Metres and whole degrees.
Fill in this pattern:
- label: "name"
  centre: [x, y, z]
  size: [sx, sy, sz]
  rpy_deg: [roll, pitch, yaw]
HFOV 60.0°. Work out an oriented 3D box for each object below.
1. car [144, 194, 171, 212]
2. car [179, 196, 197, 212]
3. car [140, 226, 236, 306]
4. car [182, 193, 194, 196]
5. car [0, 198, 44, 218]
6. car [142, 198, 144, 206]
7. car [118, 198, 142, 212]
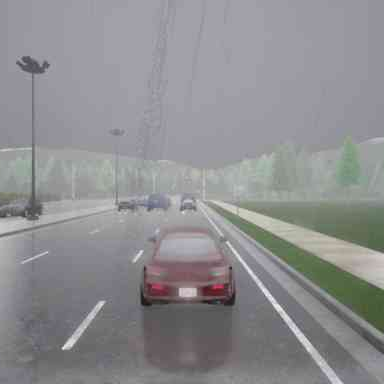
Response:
- label: "car"
  centre: [-3.937, 1.219, 38.902]
  size: [2.150, 2.045, 5.566]
  rpy_deg: [0, 0, -1]
- label: "car"
  centre: [-0.441, 1.523, 39.275]
  size: [1.812, 1.442, 4.674]
  rpy_deg: [0, 0, -1]
- label: "car"
  centre: [-0.094, 1.525, 7.899]
  size: [1.812, 1.442, 4.674]
  rpy_deg: [0, 0, -1]
- label: "car"
  centre: [-0.561, 1.219, 49.341]
  size: [2.150, 2.045, 5.566]
  rpy_deg: [0, 0, -1]
- label: "car"
  centre: [-15.341, 1.350, 30.153]
  size: [2.097, 1.767, 4.553]
  rpy_deg: [0, 0, -1]
- label: "car"
  centre: [-7.561, 1.561, 49.478]
  size: [1.994, 1.385, 4.181]
  rpy_deg: [0, 0, -1]
- label: "car"
  centre: [-7.440, 1.503, 39.128]
  size: [1.837, 1.490, 4.892]
  rpy_deg: [0, 0, -1]
